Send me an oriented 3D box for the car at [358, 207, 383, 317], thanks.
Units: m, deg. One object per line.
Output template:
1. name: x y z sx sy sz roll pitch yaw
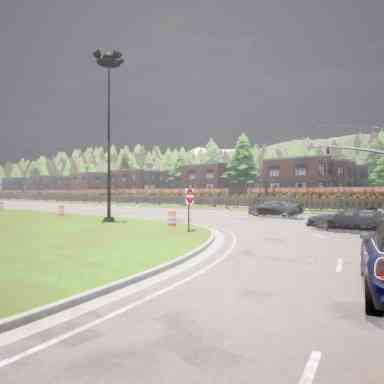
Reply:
1. car: 4.807 1.352 7.083 2.097 1.767 4.553 0 0 26

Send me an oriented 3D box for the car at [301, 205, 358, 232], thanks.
1. car: 9.202 1.547 18.376 5.357 1.411 2.033 0 0 41

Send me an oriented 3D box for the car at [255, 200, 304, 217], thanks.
1. car: 8.593 1.564 32.729 4.181 1.385 1.994 0 0 41

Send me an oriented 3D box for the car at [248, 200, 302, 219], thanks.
1. car: 7.307 1.491 29.221 4.902 1.511 2.128 0 0 41
